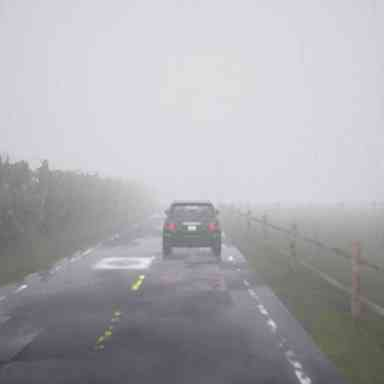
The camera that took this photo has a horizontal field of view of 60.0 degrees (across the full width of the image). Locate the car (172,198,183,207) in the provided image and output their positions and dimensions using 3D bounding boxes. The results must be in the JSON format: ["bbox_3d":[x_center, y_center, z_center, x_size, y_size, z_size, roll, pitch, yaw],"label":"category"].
[{"bbox_3d":[-2.765,2.036,64.997,1.882,1.535,5.008,0,0,1],"label":"car"}]

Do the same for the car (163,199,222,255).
[{"bbox_3d":[0.004,1.346,14.017,2.150,2.045,5.566,0,0,0],"label":"car"}]

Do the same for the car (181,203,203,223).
[{"bbox_3d":[0.010,1.790,29.382,1.812,1.442,4.674,0,0,0],"label":"car"}]
